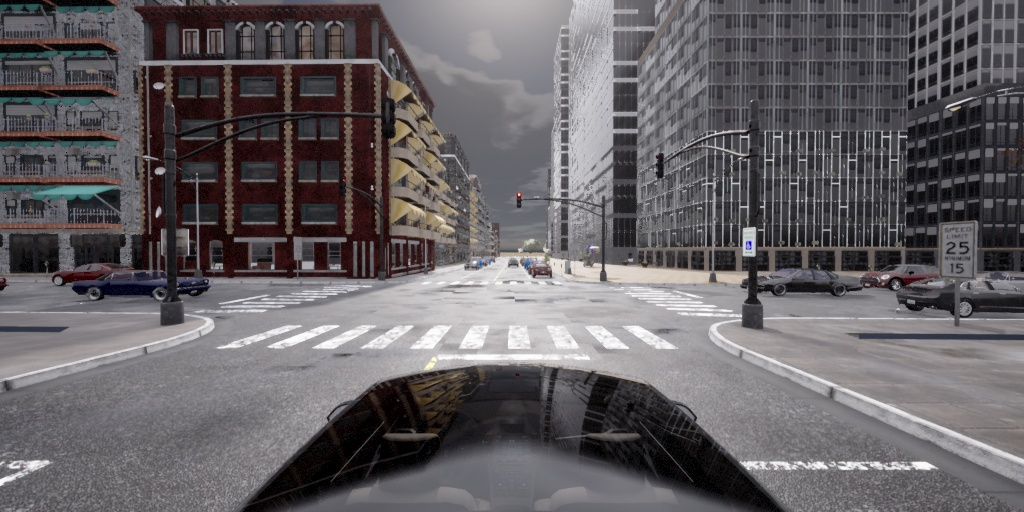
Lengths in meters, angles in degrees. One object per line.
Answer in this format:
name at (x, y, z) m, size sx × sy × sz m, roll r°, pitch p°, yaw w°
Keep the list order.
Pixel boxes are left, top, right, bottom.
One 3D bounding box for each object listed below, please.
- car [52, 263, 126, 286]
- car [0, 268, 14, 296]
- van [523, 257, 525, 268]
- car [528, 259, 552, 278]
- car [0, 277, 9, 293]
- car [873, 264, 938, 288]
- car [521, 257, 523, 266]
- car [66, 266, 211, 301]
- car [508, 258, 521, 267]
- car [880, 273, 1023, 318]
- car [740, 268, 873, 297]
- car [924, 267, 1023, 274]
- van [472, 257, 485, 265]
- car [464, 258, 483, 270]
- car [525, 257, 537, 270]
car at (-25.805, 1.109, 22.355) m, size 4.507 × 1.381 × 1.888 m, roll 0°, pitch 0°, yaw 1°
car at (-26.518, 1.254, 16.462) m, size 4.718 × 1.301 × 1.895 m, roll 0°, pitch 1°, yaw 1°
van at (2.779, 1.042, 50.331) m, size 1.690 × 1.789 × 3.998 m, roll 0°, pitch 0°, yaw 0°
car at (2.736, 1.270, 33.394) m, size 1.888 × 1.381 × 4.507 m, roll 0°, pitch 0°, yaw 0°
car at (-22.594, 1.259, 13.690) m, size 4.507 × 1.381 × 1.888 m, roll 0°, pitch 0°, yaw 1°
car at (23.423, 1.229, 21.582) m, size 4.097 × 1.591 × 1.967 m, roll 0°, pitch 0°, yaw 1°
car at (2.792, 1.238, 55.977) m, size 1.888 × 1.381 × 4.507 m, roll 0°, pitch 0°, yaw 0°
car at (-16.639, 1.299, 16.300) m, size 4.718 × 1.301 × 1.895 m, roll 0°, pitch 1°, yaw 1°
car at (0.256, 1.279, 64.036) m, size 1.895 × 1.301 × 4.718 m, roll 0°, pitch 0°, yaw 0°
car at (16.743, 1.445, 13.052) m, size 4.403 × 1.370 × 2.007 m, roll 0°, pitch 0°, yaw 1°
car at (15.231, 1.342, 18.987) m, size 5.357 × 1.411 × 2.033 m, roll 0°, pitch 1°, yaw 1°
car at (25.258, 1.442, 18.819) m, size 4.718 × 1.301 × 1.895 m, roll 0°, pitch 1°, yaw 1°
van at (-5.556, 1.033, 55.965) m, size 1.690 × 1.789 × 3.998 m, roll 0°, pitch 0°, yaw 0°
car at (-5.569, 1.267, 50.319) m, size 1.948 × 1.339 × 4.313 m, roll 0°, pitch 0°, yaw 0°
car at (2.750, 1.157, 39.039) m, size 1.967 × 1.591 × 4.097 m, roll 0°, pitch 0°, yaw 0°
